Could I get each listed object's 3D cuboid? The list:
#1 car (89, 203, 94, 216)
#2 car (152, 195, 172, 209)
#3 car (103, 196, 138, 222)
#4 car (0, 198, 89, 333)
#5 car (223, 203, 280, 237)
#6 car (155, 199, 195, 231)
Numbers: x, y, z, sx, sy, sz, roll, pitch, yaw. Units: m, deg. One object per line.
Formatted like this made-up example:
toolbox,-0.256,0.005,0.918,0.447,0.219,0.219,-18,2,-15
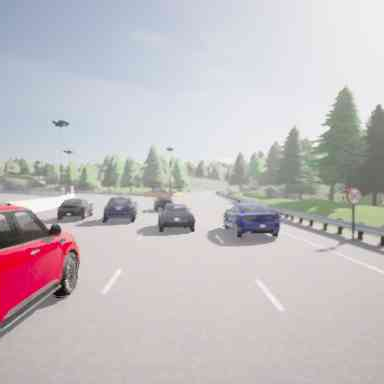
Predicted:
car,-8.619,1.220,24.877,1.837,1.490,4.892,0,1,-7
car,-2.908,1.083,34.000,1.837,1.490,4.892,0,1,-9
car,-4.945,1.071,23.528,2.097,1.767,4.553,0,1,-7
car,-3.542,1.167,5.189,2.150,2.045,5.566,0,1,-2
car,2.804,1.256,16.546,1.882,1.535,5.008,0,1,-5
car,-0.932,1.327,18.881,1.994,1.385,4.181,0,1,-5
